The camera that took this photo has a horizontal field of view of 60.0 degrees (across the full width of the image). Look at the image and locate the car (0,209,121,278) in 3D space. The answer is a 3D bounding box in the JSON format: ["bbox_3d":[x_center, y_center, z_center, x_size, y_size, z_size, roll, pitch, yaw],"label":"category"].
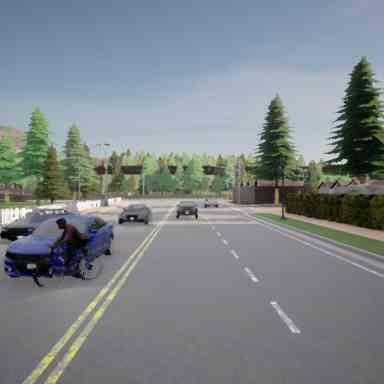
[{"bbox_3d":[-3.791,1.479,10.383,1.882,1.535,5.008,0,0,0],"label":"car"}]

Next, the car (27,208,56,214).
[{"bbox_3d":[-7.369,1.548,16.789,2.033,1.411,5.357,0,0,-1],"label":"car"}]

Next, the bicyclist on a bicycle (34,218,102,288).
[{"bbox_3d":[-3.023,1.464,8.180,1.656,1.620,0.582,-2,-2,-37],"label":"bicyclist on a bicycle"}]

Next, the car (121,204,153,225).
[{"bbox_3d":[-3.950,1.564,23.757,1.994,1.385,4.181,0,0,-1],"label":"car"}]

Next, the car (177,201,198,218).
[{"bbox_3d":[-0.432,1.524,30.063,1.812,1.442,4.674,0,0,-1],"label":"car"}]

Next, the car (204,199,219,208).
[{"bbox_3d":[2.699,1.601,47.713,1.895,1.301,4.718,0,0,-1],"label":"car"}]
